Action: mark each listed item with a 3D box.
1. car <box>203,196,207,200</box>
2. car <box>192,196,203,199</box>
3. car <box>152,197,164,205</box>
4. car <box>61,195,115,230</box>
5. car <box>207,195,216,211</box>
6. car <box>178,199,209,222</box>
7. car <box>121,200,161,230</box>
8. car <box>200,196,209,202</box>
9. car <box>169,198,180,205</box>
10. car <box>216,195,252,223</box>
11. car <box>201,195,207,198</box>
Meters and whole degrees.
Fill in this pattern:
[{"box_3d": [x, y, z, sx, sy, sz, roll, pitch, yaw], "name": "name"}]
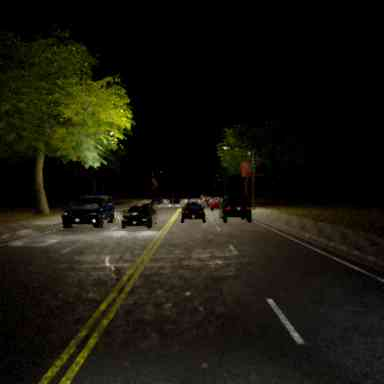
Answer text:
[{"box_3d": [3.256, 1.697, 53.075, 1.895, 1.301, 4.718, 0, 0, 0], "name": "car"}, {"box_3d": [0.106, 1.633, 47.703, 2.033, 1.411, 5.357, 0, 0, 0], "name": "car"}, {"box_3d": [-6.515, 1.640, 62.819, 1.812, 1.442, 4.674, 0, 0, 1], "name": "car"}, {"box_3d": [-6.595, 1.257, 21.887, 2.150, 2.045, 5.566, 0, 0, 0], "name": "car"}, {"box_3d": [3.355, 1.425, 41.837, 2.097, 1.767, 4.553, 0, 0, 0], "name": "car"}, {"box_3d": [0.104, 1.568, 26.304, 1.812, 1.442, 4.674, 0, 0, 0], "name": "car"}, {"box_3d": [-3.344, 1.540, 21.738, 1.837, 1.490, 4.892, 0, 0, 0], "name": "car"}, {"box_3d": [3.259, 1.686, 86.044, 2.033, 1.411, 5.357, 0, 0, 0], "name": "car"}, {"box_3d": [-3.260, 1.716, 62.785, 1.895, 1.301, 4.718, 0, 0, 1], "name": "car"}, {"box_3d": [3.345, 1.267, 26.384, 2.150, 2.045, 5.566, 0, 0, 1], "name": "car"}, {"box_3d": [3.257, 1.610, 64.045, 2.128, 1.511, 4.902, 0, 0, 0], "name": "car"}]
